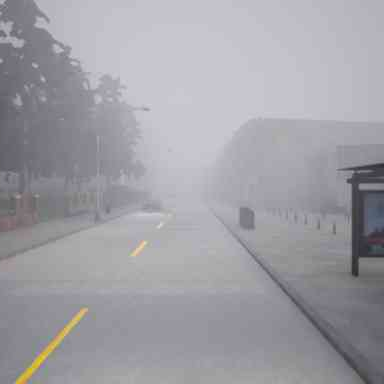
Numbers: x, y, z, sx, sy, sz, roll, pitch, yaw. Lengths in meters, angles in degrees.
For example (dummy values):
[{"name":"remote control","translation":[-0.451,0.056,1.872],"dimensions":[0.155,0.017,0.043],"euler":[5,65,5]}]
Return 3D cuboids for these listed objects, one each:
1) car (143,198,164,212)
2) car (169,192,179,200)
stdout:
[{"name":"car","translation":[-4.104,1.366,35.625],"dimensions":[1.895,1.301,4.718],"euler":[0,0,0]},{"name":"car","translation":[-4.067,0.933,76.711],"dimensions":[2.150,2.045,5.566],"euler":[0,0,0]}]
